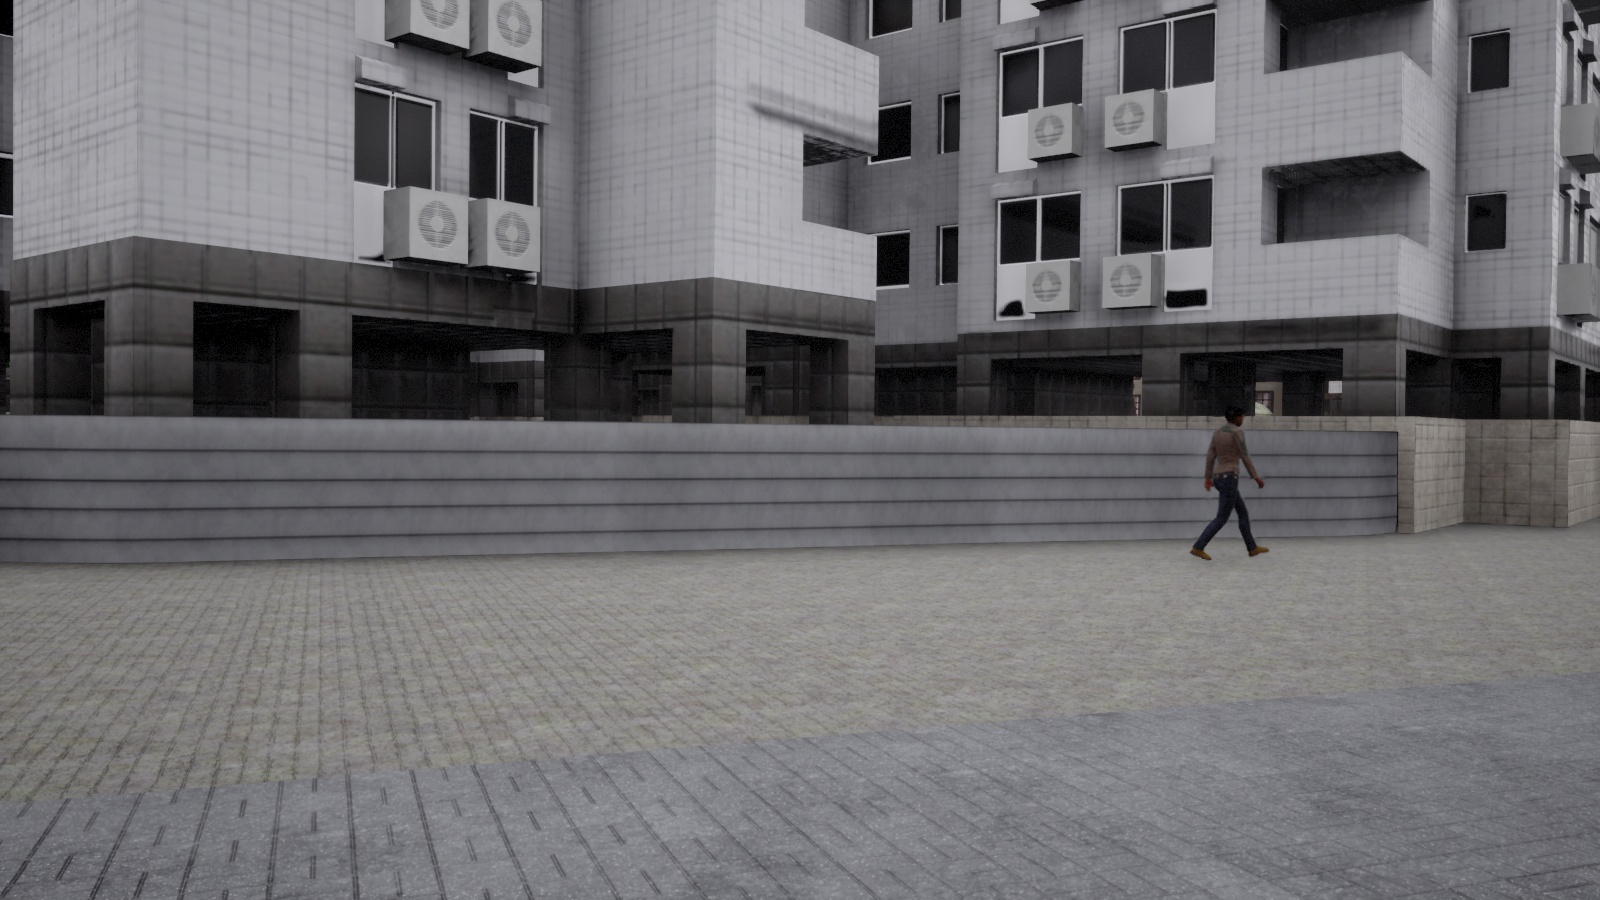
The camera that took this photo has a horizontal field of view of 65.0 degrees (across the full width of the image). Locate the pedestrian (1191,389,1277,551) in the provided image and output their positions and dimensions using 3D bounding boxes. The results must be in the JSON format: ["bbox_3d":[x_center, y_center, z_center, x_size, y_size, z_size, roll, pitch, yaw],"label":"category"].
[{"bbox_3d":[4.937,0.222,14.281,0.869,1.805,0.328,-1,1,-12],"label":"pedestrian"}]
